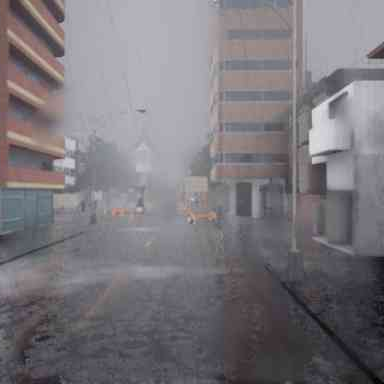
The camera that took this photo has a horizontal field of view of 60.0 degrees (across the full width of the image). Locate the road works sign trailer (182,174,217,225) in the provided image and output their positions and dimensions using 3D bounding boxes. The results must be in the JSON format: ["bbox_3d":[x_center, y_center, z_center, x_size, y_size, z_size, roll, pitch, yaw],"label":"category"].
[{"bbox_3d":[0.190,0.489,24.974,2.380,3.560,2.880,0,0,-37],"label":"road works sign trailer"}]

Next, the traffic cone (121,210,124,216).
[{"bbox_3d":[-6.542,1.988,31.181,0.340,0.580,0.340,0,0,-37],"label":"traffic cone"}]

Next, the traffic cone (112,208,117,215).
[{"bbox_3d":[-7.735,1.988,32.786,0.340,0.580,0.340,0,0,-37],"label":"traffic cone"}]

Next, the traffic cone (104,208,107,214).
[{"bbox_3d":[-8.928,1.989,34.392,0.340,0.580,0.340,0,0,-37],"label":"traffic cone"}]
